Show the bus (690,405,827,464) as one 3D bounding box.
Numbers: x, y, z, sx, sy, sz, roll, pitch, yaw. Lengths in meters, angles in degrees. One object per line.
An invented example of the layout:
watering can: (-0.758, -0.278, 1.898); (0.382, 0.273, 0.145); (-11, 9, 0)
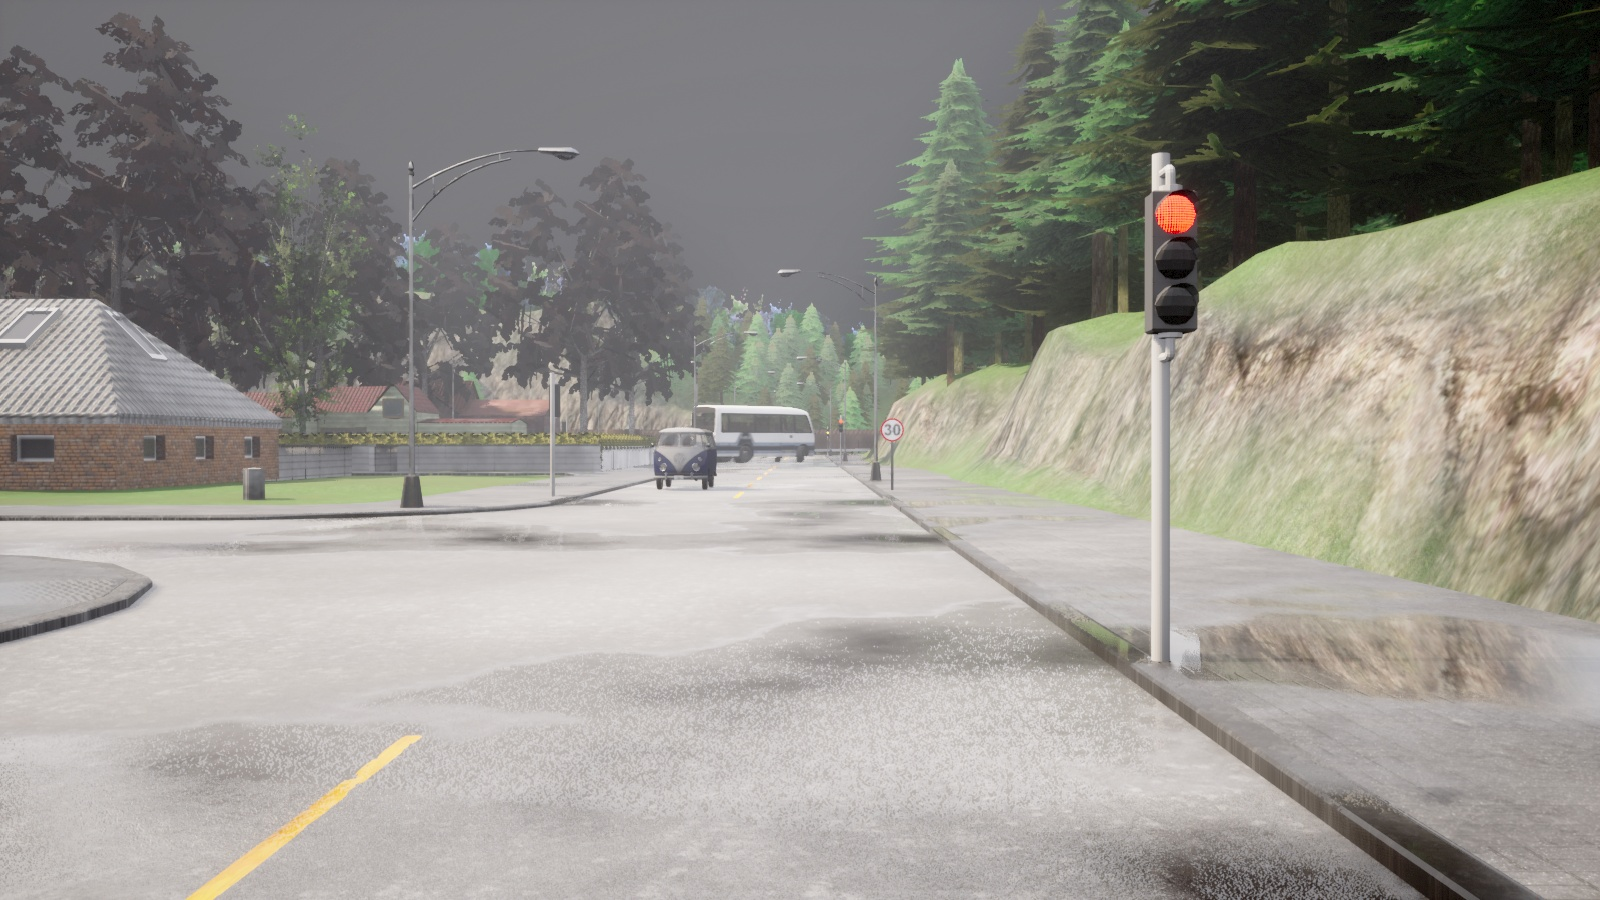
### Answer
bus: (-3.029, -1.169, 95.124); (10.273, 4.253, 3.944); (0, 2, -43)

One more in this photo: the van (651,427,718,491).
van: (-3.750, 0.263, 41.344); (1.775, 1.987, 4.442); (0, 0, 0)
